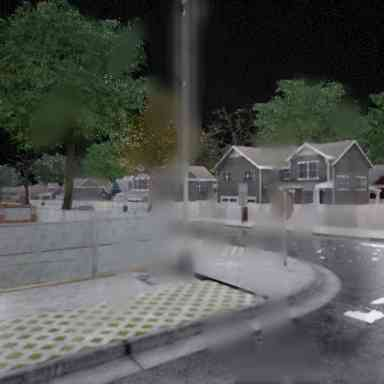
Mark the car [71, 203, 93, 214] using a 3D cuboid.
[{"bbox_3d":[-15.059,2.188,45.161,1.882,1.535,5.008,0,-1,-36],"label":"car"}]
